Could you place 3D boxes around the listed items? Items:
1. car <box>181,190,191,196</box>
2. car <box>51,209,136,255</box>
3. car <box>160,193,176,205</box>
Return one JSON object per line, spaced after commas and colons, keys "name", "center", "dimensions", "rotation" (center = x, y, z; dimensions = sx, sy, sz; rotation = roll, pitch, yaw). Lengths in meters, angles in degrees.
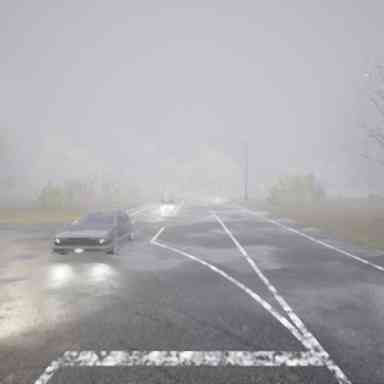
{"name": "car", "center": [-1.642, 0.186, 90.020], "dimensions": [2.097, 1.767, 4.553], "rotation": [0, 1, 8]}
{"name": "car", "center": [-3.422, 1.379, 12.753], "dimensions": [2.033, 1.411, 5.357], "rotation": [0, 1, 1]}
{"name": "car", "center": [-3.254, 0.938, 45.099], "dimensions": [2.128, 1.511, 4.902], "rotation": [0, 1, 0]}
